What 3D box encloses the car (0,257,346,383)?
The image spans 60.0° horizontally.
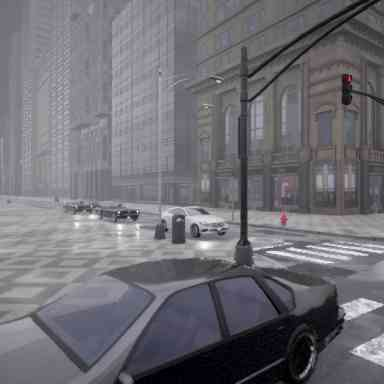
[{"bbox_3d":[-0.290,1.547,3.693,5.357,1.411,2.033,0,0,-40],"label":"car"}]

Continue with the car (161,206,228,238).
[{"bbox_3d":[-0.091,1.475,17.723,1.812,1.442,4.674,0,0,-37],"label":"car"}]

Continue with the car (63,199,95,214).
[{"bbox_3d":[-11.735,1.498,34.128,1.895,1.301,4.718,0,0,-35],"label":"car"}]

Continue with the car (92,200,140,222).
[{"bbox_3d":[-5.849,1.523,25.840,1.895,1.301,4.718,0,0,-35],"label":"car"}]

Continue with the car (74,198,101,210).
[{"bbox_3d":[-13.148,1.488,41.623,1.895,1.301,4.718,0,0,-35],"label":"car"}]
